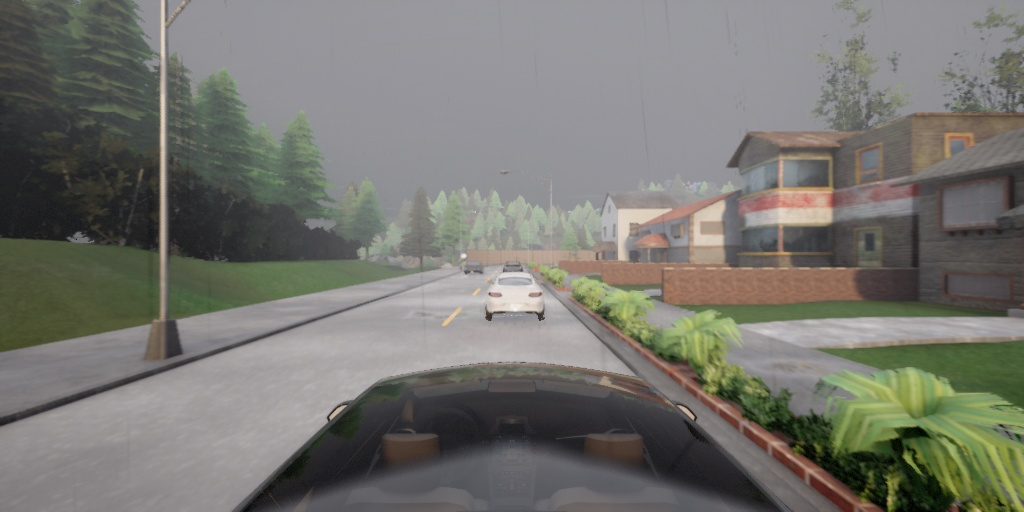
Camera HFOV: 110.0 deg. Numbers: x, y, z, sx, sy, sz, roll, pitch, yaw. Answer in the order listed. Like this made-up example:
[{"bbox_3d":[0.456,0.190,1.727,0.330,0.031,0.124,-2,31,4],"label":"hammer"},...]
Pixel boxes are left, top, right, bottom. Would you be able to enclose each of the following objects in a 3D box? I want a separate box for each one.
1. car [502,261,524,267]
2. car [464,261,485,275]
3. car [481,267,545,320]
[{"bbox_3d":[0.090,1.214,33.630,2.128,1.511,4.902,0,0,0],"label":"car"},{"bbox_3d":[-4.036,1.266,39.128,2.033,1.411,5.357,0,0,1],"label":"car"},{"bbox_3d":[0.097,1.267,12.519,1.812,1.442,4.674,0,0,0],"label":"car"}]
